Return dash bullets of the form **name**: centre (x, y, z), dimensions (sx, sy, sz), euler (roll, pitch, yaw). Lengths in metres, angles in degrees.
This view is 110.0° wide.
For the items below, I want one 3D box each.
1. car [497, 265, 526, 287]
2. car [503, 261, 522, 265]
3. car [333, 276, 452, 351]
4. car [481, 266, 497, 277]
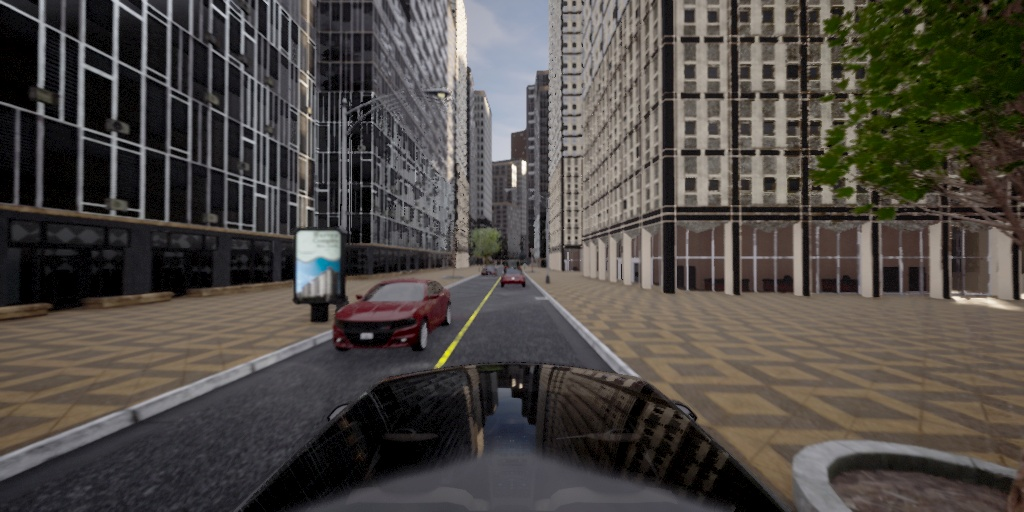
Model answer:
- **car**: centre (0.092, 1.698, 29.122), dimensions (1.994, 1.385, 4.181), euler (0, -1, 0)
- **car**: centre (0.085, 1.565, 43.725), dimensions (2.150, 2.045, 5.566), euler (0, -1, 0)
- **car**: centre (-2.851, 1.337, 9.539), dimensions (1.882, 1.535, 5.008), euler (0, -1, 0)
- **car**: centre (-2.844, 1.934, 45.633), dimensions (1.994, 1.385, 4.181), euler (0, -1, 0)
